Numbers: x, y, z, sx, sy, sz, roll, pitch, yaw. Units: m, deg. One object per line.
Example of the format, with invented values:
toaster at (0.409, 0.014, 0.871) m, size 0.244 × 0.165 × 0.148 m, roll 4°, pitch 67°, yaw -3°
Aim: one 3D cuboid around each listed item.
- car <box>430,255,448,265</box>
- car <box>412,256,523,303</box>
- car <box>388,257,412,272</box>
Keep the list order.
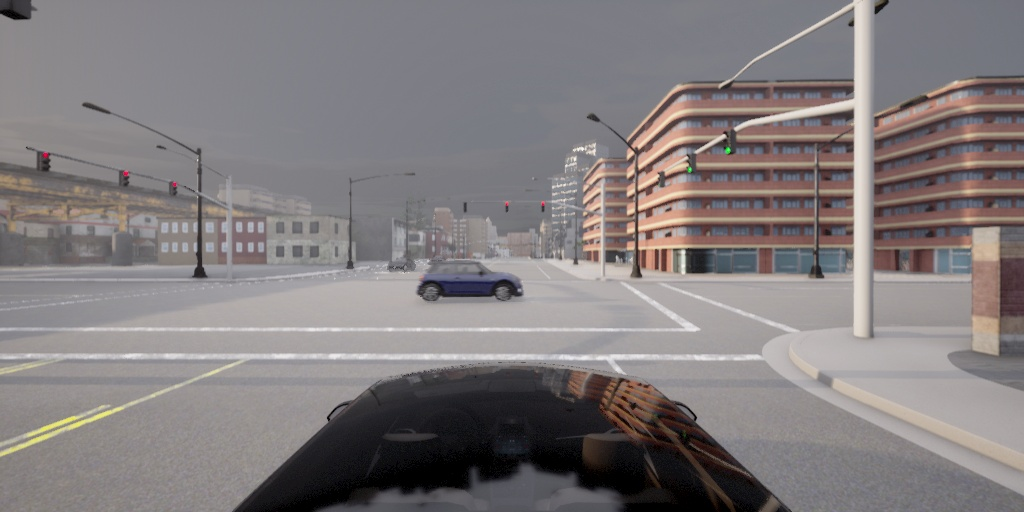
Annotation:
car at (-11.958, 0.614, 58.786) m, size 1.994 × 1.385 × 4.181 m, roll 0°, pitch 1°, yaw 2°
car at (-1.798, 1.004, 15.857) m, size 4.553 × 1.767 × 2.097 m, roll 0°, pitch 1°, yaw -4°
car at (-12.454, 0.928, 40.653) m, size 1.837 × 1.490 × 4.892 m, roll 0°, pitch 1°, yaw 2°
